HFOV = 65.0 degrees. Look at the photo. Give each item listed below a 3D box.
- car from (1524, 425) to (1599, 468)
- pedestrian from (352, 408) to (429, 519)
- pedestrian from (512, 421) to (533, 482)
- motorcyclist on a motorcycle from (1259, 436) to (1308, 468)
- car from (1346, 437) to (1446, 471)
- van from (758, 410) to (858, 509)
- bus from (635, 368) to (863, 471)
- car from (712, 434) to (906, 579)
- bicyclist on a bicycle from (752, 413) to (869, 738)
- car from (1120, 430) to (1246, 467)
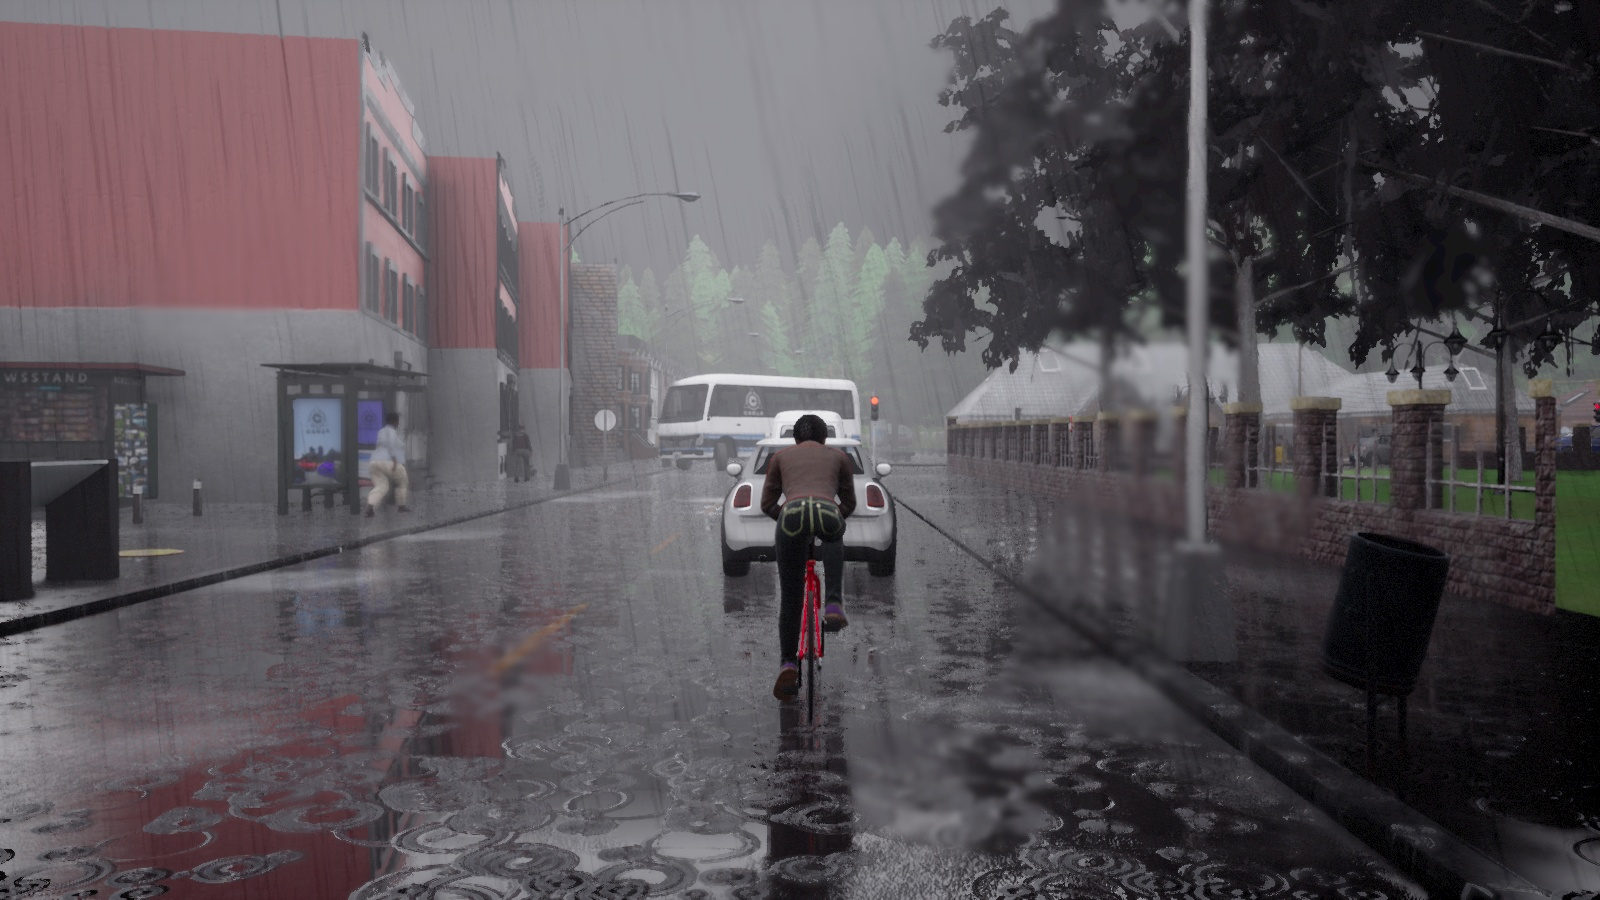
[{"bbox_3d":[38.501,-0.159,60.775,5.566,2.045,2.150,0,1,5],"label":"car"},{"bbox_3d":[-7.056,0.217,21.658,0.874,1.855,0.900,0,1,33],"label":"pedestrian"},{"bbox_3d":[-8.394,0.040,37.997,0.376,1.854,0.720,0,1,11],"label":"pedestrian"},{"bbox_3d":[23.397,0.092,60.824,2.044,1.523,0.797,0,1,0],"label":"motorcyclist on a motorcycle"},{"bbox_3d":[26.893,0.171,56.753,3.633,1.501,1.845,0,1,-1],"label":"car"},{"bbox_3d":[0.184,0.166,28.192,2.069,2.038,4.480,0,1,1],"label":"van"},{"bbox_3d":[-2.107,-1.245,57.000,10.273,4.253,3.944,0,-1,-44],"label":"bus"},{"bbox_3d":[0.104,0.553,14.712,1.970,1.475,3.806,0,1,0],"label":"car"},{"bbox_3d":[0.058,0.623,7.079,0.582,1.620,1.656,0,0,0],"label":"bicyclist on a bicycle"},{"bbox_3d":[17.276,-0.073,56.799,5.027,1.651,2.152,0,1,-1],"label":"car"}]
